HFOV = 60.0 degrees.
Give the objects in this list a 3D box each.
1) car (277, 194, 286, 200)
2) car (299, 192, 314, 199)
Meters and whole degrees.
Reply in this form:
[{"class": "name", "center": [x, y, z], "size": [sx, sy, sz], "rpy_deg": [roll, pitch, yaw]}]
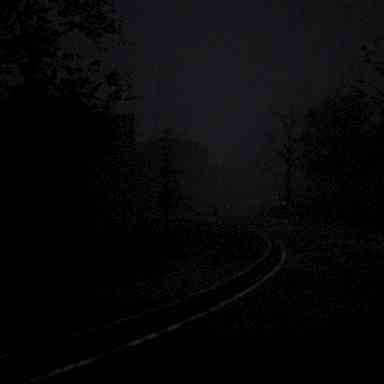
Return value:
[{"class": "car", "center": [22.144, 1.173, 81.071], "size": [1.837, 1.490, 4.892], "rpy_deg": [-1, 1, 33]}, {"class": "car", "center": [29.232, 0.804, 86.110], "size": [2.097, 1.767, 4.553], "rpy_deg": [-1, 1, 33]}]
